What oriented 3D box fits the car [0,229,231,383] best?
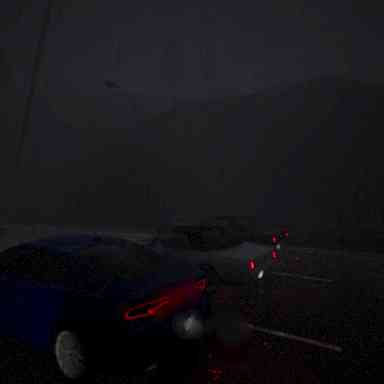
[{"bbox_3d":[-2.082,1.435,5.369,5.008,1.535,1.882,0,0,34],"label":"car"}]

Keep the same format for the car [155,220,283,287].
[{"bbox_3d":[-0.362,1.516,8.494,4.718,1.301,1.895,0,1,33],"label":"car"}]

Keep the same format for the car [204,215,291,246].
[{"bbox_3d":[0.906,1.474,11.844,4.718,1.301,1.895,0,1,33],"label":"car"}]
